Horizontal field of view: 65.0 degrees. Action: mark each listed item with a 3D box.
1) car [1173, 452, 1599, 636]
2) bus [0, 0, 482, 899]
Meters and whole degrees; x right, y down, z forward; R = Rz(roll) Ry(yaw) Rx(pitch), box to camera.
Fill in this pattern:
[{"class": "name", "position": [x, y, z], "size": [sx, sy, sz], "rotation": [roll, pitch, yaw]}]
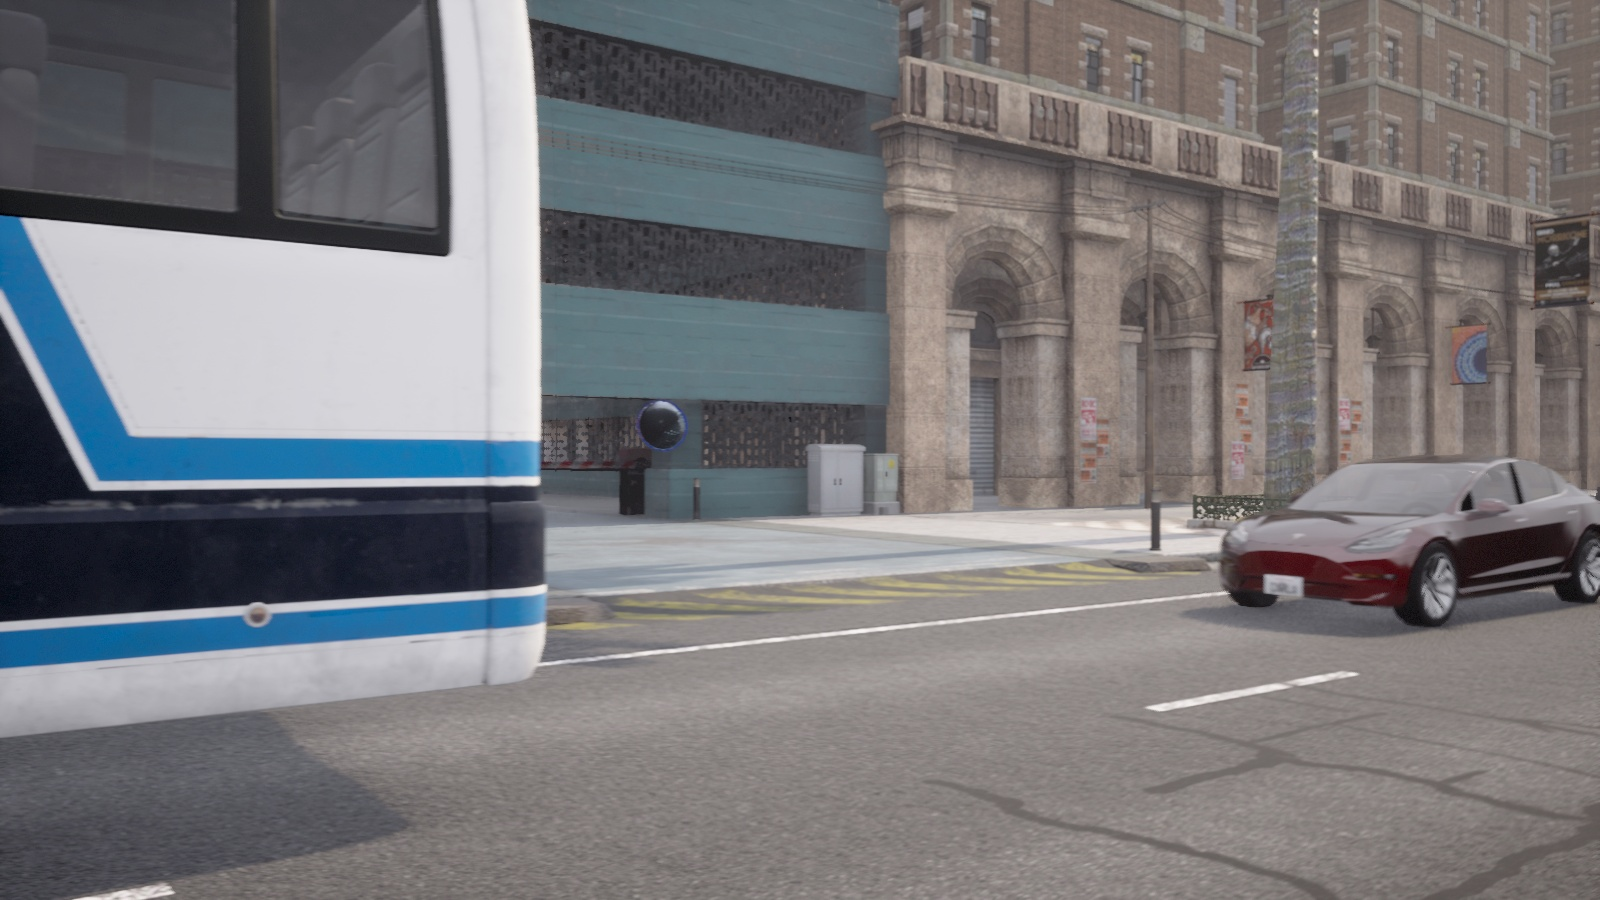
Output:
[{"class": "car", "position": [6.113, 0.764, 12.417], "size": [4.792, 1.488, 2.163], "rotation": [0, 0, -36]}, {"class": "bus", "position": [-6.530, -0.608, 3.360], "size": [10.273, 4.253, 3.944], "rotation": [0, 0, -35]}]
